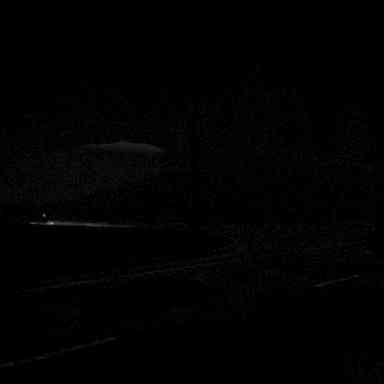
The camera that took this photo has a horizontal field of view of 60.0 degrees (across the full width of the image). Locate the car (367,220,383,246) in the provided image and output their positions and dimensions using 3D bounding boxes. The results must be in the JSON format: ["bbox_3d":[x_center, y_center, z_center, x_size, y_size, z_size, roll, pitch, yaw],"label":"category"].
[{"bbox_3d":[9.757,1.742,15.006,4.181,1.385,1.994,1,0,-35],"label":"car"}]

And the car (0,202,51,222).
[{"bbox_3d":[-13.531,1.540,27.042,4.902,1.511,2.128,0,0,31],"label":"car"}]
